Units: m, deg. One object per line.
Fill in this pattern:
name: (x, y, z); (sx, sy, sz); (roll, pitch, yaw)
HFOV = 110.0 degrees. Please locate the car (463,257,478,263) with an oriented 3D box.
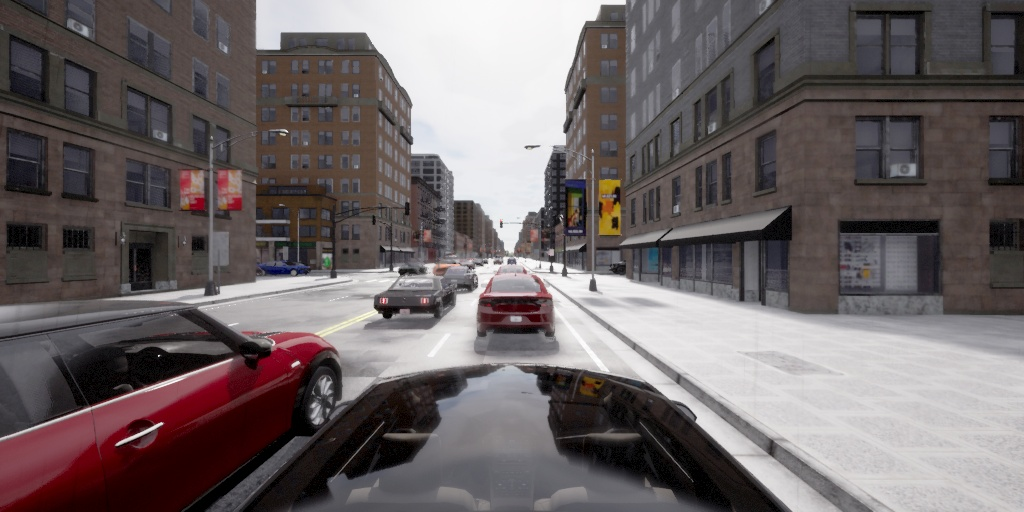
car: (-6.607, 1.307, 53.412); (1.994, 1.385, 4.181); (0, 0, 0)

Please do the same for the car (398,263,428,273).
car: (-9.858, 1.347, 35.924); (1.895, 1.301, 4.718); (0, 0, 0)

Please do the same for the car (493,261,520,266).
car: (-0.004, 1.227, 19.881); (1.882, 1.535, 5.008); (0, 0, 0)

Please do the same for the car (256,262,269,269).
car: (-25.424, 1.170, 33.129); (4.097, 1.591, 1.967); (0, 0, 0)

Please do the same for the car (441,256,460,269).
car: (-9.847, 0.965, 58.073); (2.150, 2.045, 5.566); (0, 0, 0)

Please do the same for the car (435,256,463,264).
car: (-6.610, 1.101, 36.303); (2.097, 1.767, 4.553); (0, 0, 0)

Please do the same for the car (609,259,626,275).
car: (13.365, 1.009, 38.784); (5.566, 2.045, 2.150); (0, 0, 0)

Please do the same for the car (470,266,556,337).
car: (0.099, 1.228, 10.310); (1.882, 1.535, 5.008); (0, 0, 0)

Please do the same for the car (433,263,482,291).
car: (-3.156, 1.313, 21.542); (1.994, 1.385, 4.181); (0, 0, 0)

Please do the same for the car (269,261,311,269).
car: (-22.755, 1.219, 35.655); (5.008, 1.535, 1.882); (0, 0, 0)

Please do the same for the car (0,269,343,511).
car: (-3.152, 1.102, 2.626); (2.097, 1.767, 4.553); (0, 0, 0)

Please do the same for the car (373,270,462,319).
car: (-3.153, 1.351, 12.785); (1.895, 1.301, 4.718); (0, 0, 0)
